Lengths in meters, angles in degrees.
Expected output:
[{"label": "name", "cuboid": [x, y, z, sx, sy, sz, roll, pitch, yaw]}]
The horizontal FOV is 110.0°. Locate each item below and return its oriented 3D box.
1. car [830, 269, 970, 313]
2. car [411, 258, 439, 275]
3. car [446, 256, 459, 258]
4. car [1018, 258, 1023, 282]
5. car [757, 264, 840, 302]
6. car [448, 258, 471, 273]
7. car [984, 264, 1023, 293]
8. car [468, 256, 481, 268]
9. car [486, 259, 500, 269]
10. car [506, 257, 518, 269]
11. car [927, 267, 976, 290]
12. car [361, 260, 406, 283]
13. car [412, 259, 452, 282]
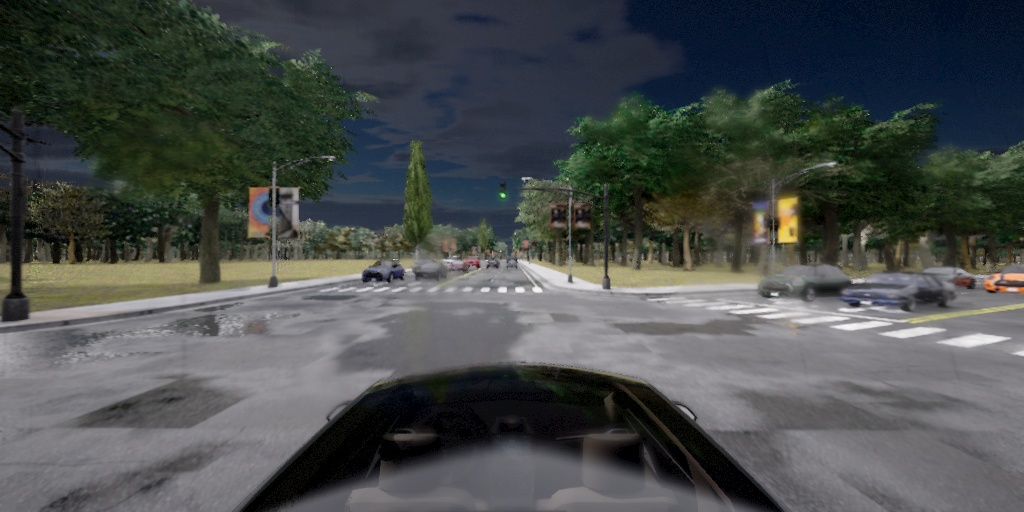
[{"label": "car", "cuboid": [15.850, 1.390, 14.626, 5.357, 1.411, 2.033, 0, 0, -23]}, {"label": "car", "cuboid": [-9.816, 1.116, 40.889, 2.097, 1.767, 4.553, 0, 0, 0]}, {"label": "car", "cuboid": [-9.757, 1.012, 58.293, 2.150, 2.045, 5.566, 0, 0, 1]}, {"label": "car", "cuboid": [46.900, 1.224, 31.226, 5.566, 2.045, 2.150, 1, 0, -23]}, {"label": "car", "cuboid": [14.291, 1.210, 17.524, 4.553, 1.767, 2.097, 0, 0, -22]}, {"label": "car", "cuboid": [-6.550, 1.298, 44.308, 1.812, 1.442, 4.674, 0, 0, 1]}, {"label": "car", "cuboid": [29.043, 1.250, 20.214, 4.553, 1.767, 2.097, 0, 0, -23]}, {"label": "car", "cuboid": [-6.495, 1.020, 60.048, 2.150, 2.045, 5.566, 0, 0, 0]}, {"label": "car", "cuboid": [-3.245, 1.325, 59.069, 1.812, 1.442, 4.674, 0, 0, 0]}, {"label": "car", "cuboid": [0.005, 1.350, 58.652, 2.033, 1.411, 5.357, 0, 0, 0]}, {"label": "car", "cuboid": [27.952, 1.438, 23.280, 4.674, 1.442, 1.812, 0, 0, -23]}, {"label": "car", "cuboid": [-9.830, 1.107, 27.721, 2.097, 1.767, 4.553, 0, 0, 0]}, {"label": "car", "cuboid": [-6.573, 1.238, 29.770, 1.882, 1.535, 5.008, 0, 0, 0]}]
